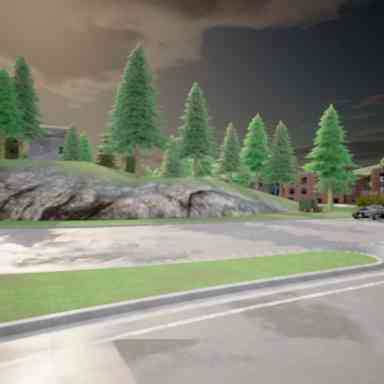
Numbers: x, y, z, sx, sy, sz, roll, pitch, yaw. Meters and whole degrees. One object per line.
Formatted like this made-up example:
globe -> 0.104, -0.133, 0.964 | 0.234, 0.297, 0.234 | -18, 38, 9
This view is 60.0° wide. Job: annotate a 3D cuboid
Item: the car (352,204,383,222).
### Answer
car -> 16.004, 1.783, 28.985 | 4.181, 1.385, 1.994 | 0, 0, -26
